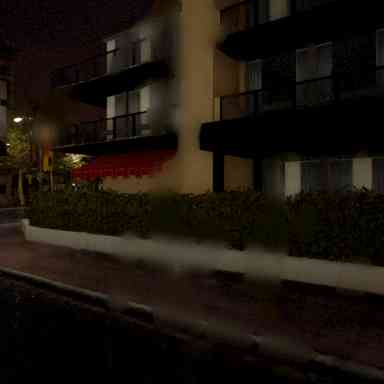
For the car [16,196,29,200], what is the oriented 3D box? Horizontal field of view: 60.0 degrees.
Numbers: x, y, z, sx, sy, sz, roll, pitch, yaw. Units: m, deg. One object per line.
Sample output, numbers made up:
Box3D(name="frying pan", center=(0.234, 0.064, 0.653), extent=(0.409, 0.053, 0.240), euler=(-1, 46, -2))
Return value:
Box3D(name="car", center=(-36.129, 1.481, 67.948), extent=(4.892, 1.521, 2.231), euler=(0, 0, 36))
